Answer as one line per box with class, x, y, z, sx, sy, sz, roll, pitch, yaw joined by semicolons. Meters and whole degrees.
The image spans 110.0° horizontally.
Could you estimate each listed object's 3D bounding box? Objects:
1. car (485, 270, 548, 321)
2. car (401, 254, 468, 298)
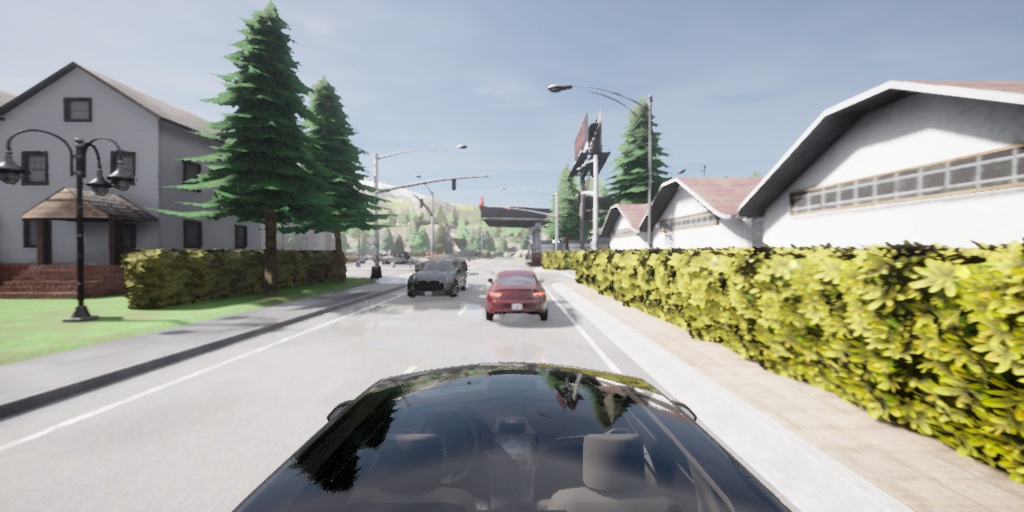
car;0.147;1.170;11.886;1.812;1.442;4.674;0;1;0
car;-3.448;0.940;17.164;2.097;1.767;4.553;0;1;1
